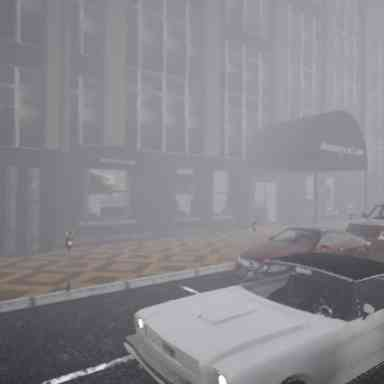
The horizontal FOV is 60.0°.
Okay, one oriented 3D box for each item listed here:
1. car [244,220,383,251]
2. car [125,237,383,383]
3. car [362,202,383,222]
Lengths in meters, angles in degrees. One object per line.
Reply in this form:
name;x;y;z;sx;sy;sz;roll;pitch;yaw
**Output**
car;3.030;1.562;8.708;4.206;1.307;1.802;0;1;-35
car;1.581;1.591;4.465;4.718;1.301;1.895;0;0;-35
car;7.547;1.280;11.925;5.009;1.841;2.192;0;1;-35
